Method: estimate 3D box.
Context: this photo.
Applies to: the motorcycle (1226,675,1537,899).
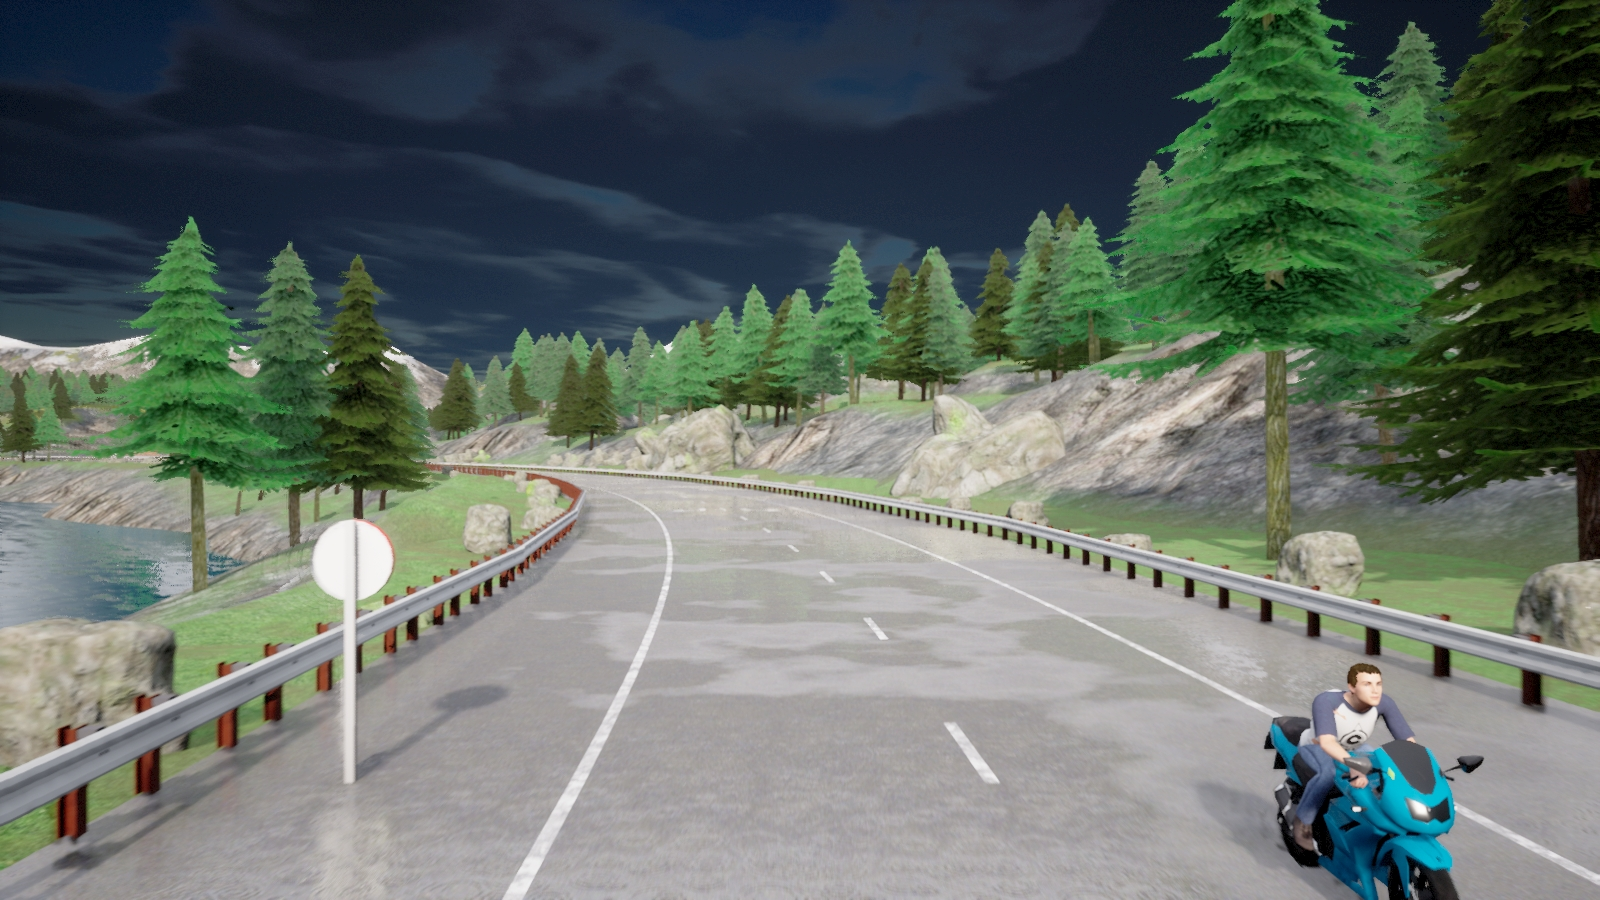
[{"bbox_3d":[3.397,2.177,6.939,0.803,1.217,2.033,0,0,-2],"label":"motorcycle"}]
